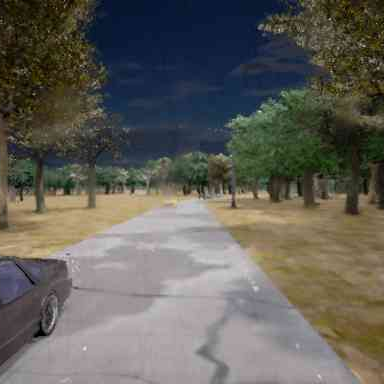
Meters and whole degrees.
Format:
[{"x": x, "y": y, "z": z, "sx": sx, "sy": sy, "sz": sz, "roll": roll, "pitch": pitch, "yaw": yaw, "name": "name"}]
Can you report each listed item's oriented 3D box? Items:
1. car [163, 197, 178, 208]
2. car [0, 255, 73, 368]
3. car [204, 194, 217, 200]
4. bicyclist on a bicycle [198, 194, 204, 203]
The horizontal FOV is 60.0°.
[{"x": -3.081, "y": 1.441, "z": 47.572, "sx": 1.882, "sy": 1.535, "sz": 5.008, "roll": 0, "pitch": 0, "yaw": 0, "name": "car"}, {"x": -3.101, "y": 1.545, "z": 3.869, "sx": 2.033, "sy": 1.411, "sz": 5.357, "roll": 0, "pitch": 0, "yaw": 0, "name": "car"}, {"x": 4.690, "y": 1.411, "z": 89.902, "sx": 1.895, "sy": 1.301, "sz": 4.718, "roll": 0, "pitch": 0, "yaw": 15, "name": "car"}, {"x": 1.570, "y": 1.304, "z": 66.598, "sx": 0.659, "sy": 1.776, "sz": 1.843, "roll": 0, "pitch": 0, "yaw": 6, "name": "bicyclist on a bicycle"}]
